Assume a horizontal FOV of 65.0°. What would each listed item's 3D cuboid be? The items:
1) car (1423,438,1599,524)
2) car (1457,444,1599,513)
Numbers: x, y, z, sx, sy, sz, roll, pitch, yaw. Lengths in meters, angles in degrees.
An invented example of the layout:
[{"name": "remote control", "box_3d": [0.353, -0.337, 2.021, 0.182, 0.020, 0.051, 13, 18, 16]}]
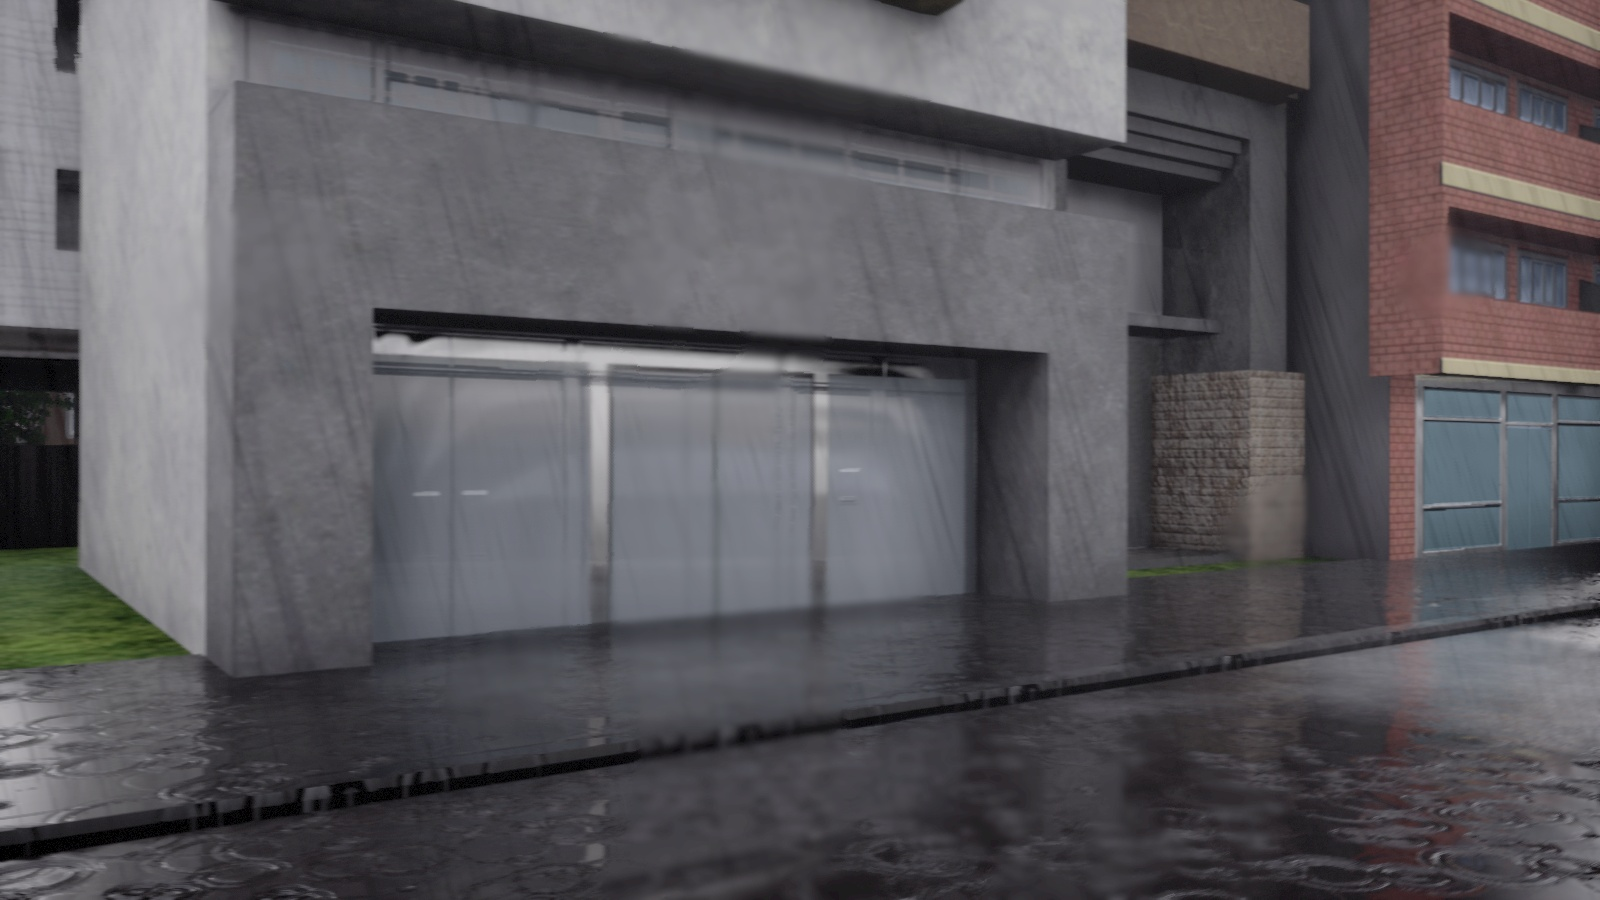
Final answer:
[{"name": "car", "box_3d": [16.465, 0.636, 27.550, 2.097, 1.767, 4.553, 0, 0, -35]}, {"name": "car", "box_3d": [18.798, 0.680, 31.205, 1.851, 1.617, 3.988, 0, 0, -33]}]
